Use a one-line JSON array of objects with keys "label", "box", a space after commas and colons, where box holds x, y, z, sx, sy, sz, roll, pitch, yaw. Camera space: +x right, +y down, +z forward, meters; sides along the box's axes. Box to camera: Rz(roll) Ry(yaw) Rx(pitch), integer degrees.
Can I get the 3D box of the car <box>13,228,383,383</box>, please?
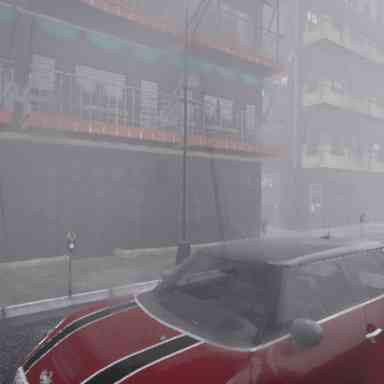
[{"label": "car", "box": [0.638, 1.352, 3.529, 4.553, 1.767, 2.097, 0, 0, -36]}]
